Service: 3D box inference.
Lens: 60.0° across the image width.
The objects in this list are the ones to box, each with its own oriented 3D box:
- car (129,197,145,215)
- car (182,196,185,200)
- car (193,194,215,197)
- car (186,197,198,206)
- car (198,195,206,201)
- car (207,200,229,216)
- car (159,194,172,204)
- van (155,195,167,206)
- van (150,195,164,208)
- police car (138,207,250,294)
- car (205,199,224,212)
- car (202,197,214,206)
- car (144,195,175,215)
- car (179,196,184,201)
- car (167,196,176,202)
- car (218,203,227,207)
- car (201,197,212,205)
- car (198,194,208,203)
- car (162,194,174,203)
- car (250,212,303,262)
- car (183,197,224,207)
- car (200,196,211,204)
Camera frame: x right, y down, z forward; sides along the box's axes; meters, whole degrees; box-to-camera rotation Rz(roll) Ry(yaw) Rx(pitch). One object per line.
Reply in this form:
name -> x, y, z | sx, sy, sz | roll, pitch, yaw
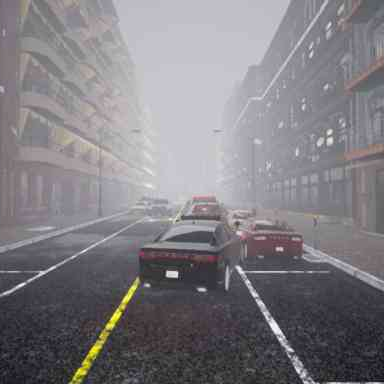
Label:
car -> -5.268, 1.570, 34.060 | 1.752, 1.417, 4.829 | 2, 0, 0
car -> 0.045, 1.633, 45.245 | 1.994, 1.385, 4.181 | 0, 0, 1
car -> 0.844, 1.250, 24.743 | 2.150, 2.045, 5.566 | 0, 0, 0
car -> 0.048, 1.604, 59.428 | 2.128, 1.511, 4.902 | 0, 0, 0
car -> 2.624, 1.677, 89.471 | 1.967, 1.590, 4.097 | 1, 0, 0
car -> 2.611, 1.589, 34.160 | 1.887, 1.381, 4.507 | 1, 0, 0
car -> -5.237, 1.457, 67.413 | 2.192, 1.841, 5.009 | 1, 0, 0
van -> -5.246, 1.443, 56.353 | 1.690, 1.788, 3.998 | 1, 0, 0
van -> -5.250, 1.425, 50.821 | 1.690, 1.788, 3.998 | 2, 0, 0
police car -> 0.282, 1.431, 9.089 | 1.930, 1.638, 5.238 | 0, 0, 15
car -> 2.615, 1.607, 39.692 | 2.008, 1.369, 4.403 | 1, 0, 0
car -> 2.629, 1.646, 56.284 | 1.887, 1.381, 4.507 | 1, 0, 0
car -> -2.825, 1.389, 30.877 | 2.097, 1.767, 4.553 | 0, 0, 0
car -> -2.676, 1.845, 90.908 | 1.895, 1.301, 4.718 | 0, 0, 0
car -> -5.229, 1.776, 84.005 | 1.947, 1.339, 4.313 | 1, 0, 0
car -> 2.598, 1.540, 17.740 | 1.752, 1.417, 4.829 | 1, 0, 0
car -> 2.634, 1.665, 61.814 | 1.887, 1.381, 4.507 | 1, 0, 0
car -> 2.618, 1.500, 78.408 | 2.192, 1.841, 5.009 | 1, 0, 0
car -> -5.232, 1.478, 72.943 | 2.192, 1.841, 5.009 | 1, 0, 0
car -> 2.593, 1.553, 12.038 | 1.887, 1.381, 4.507 | 1, 0, 0
car -> 0.703, 1.368, 18.633 | 2.097, 1.767, 4.553 | 0, 0, -3
car -> 2.648, 1.581, 67.346 | 1.967, 1.590, 4.097 | 1, 0, 0
